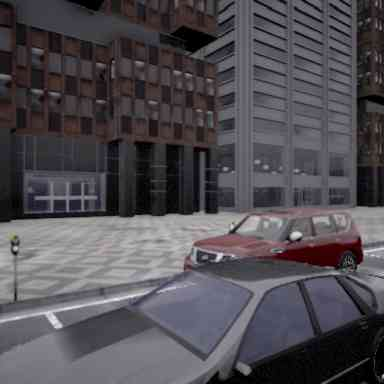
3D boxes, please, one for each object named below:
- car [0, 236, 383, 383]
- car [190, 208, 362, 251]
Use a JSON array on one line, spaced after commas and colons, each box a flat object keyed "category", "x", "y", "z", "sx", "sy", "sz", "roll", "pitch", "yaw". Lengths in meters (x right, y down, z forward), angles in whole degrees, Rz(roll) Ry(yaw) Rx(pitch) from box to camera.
[{"category": "car", "x": 0.666, "y": 1.565, "z": 3.844, "sx": 5.357, "sy": 1.411, "sz": 2.033, "roll": 0, "pitch": 0, "yaw": -35}, {"category": "car", "x": 2.236, "y": 1.358, "z": 8.228, "sx": 5.009, "sy": 1.841, "sz": 2.192, "roll": 0, "pitch": -1, "yaw": -35}]
